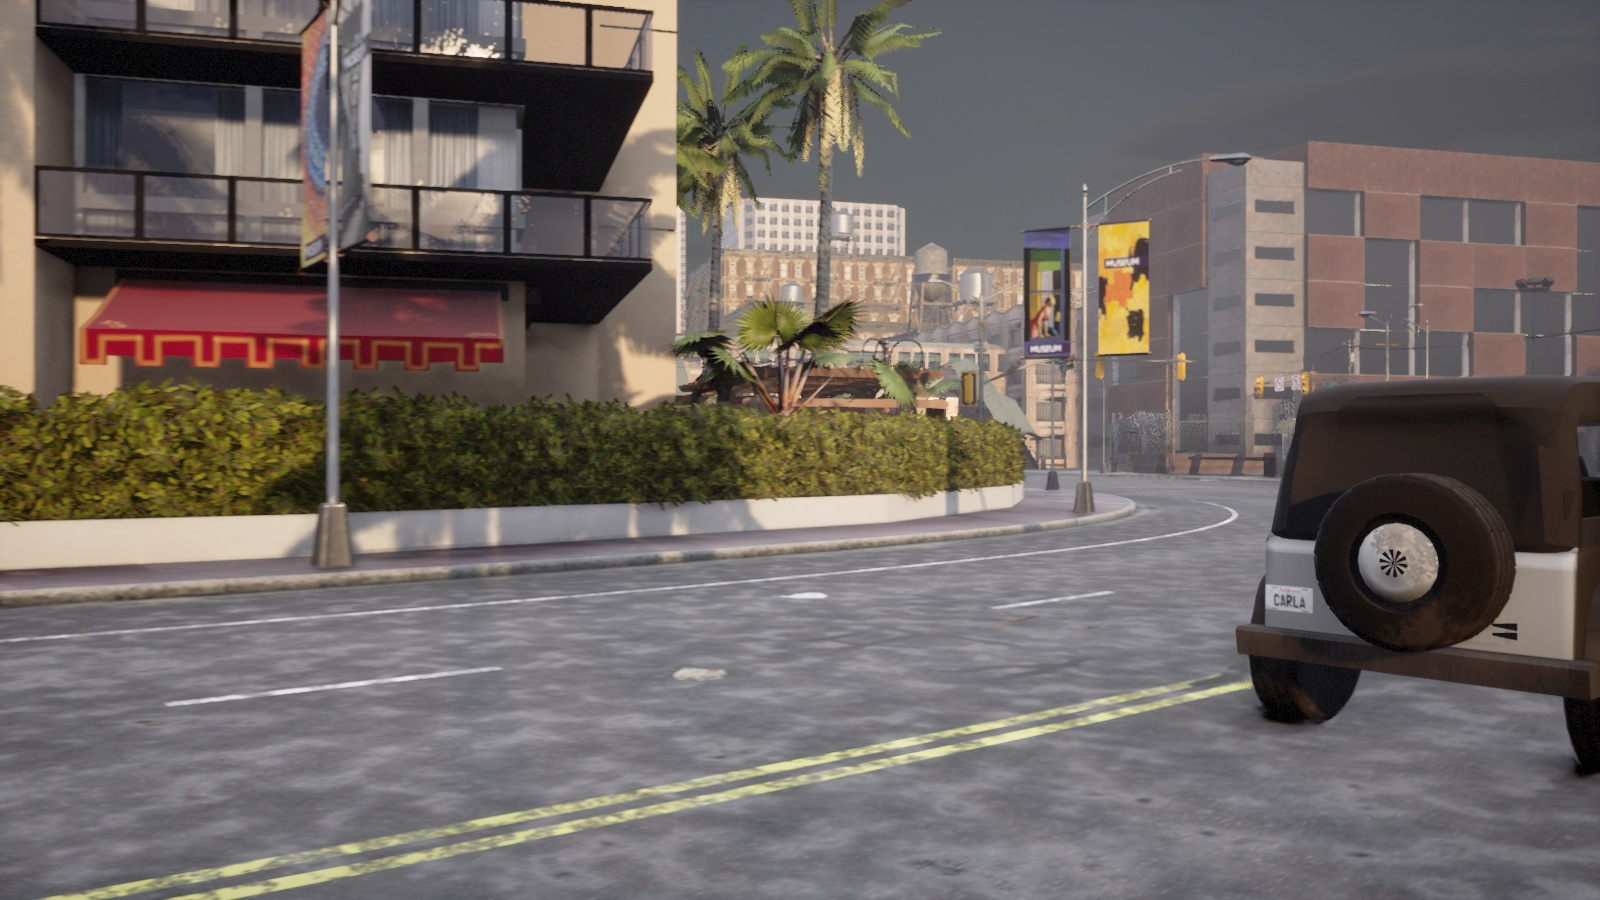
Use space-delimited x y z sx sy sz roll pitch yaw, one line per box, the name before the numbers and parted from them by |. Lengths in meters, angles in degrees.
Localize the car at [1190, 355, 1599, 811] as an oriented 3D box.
car | 4.137 0.550 7.155 3.866 1.878 1.905 0 0 -41
